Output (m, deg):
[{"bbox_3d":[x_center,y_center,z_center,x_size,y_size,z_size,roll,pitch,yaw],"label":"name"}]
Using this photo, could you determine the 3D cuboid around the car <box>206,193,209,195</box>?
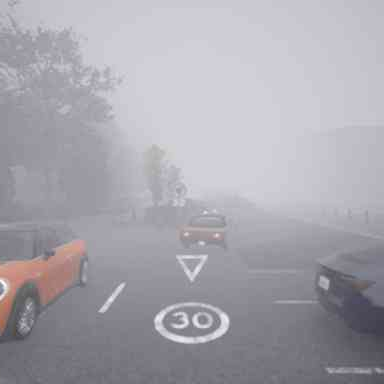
[{"bbox_3d":[4.233,1.154,38.219,4.792,1.488,2.163,0,0,0],"label":"car"}]

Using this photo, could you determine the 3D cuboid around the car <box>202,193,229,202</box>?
[{"bbox_3d":[4.300,0.986,60.516,4.792,1.488,2.163,0,1,0],"label":"car"}]

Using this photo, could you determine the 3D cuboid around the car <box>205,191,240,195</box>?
[{"bbox_3d":[4.232,1.010,41.005,4.553,1.767,2.185,0,0,0],"label":"car"}]

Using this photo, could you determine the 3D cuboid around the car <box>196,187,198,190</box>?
[{"bbox_3d":[-0.263,0.249,75.810,2.097,1.767,4.553,0,2,0],"label":"car"}]

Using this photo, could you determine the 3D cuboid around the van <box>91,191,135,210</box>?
[{"bbox_3d":[-8.692,0.887,35.358,4.442,1.987,1.878,1,0,0],"label":"van"}]

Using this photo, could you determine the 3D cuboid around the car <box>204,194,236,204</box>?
[{"bbox_3d":[4.296,1.126,52.147,4.792,1.488,2.163,0,1,0],"label":"car"}]

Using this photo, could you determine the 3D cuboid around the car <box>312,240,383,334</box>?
[{"bbox_3d":[4.567,1.578,5.618,4.792,1.488,2.163,0,-1,0],"label":"car"}]

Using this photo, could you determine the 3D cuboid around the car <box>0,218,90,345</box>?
[{"bbox_3d":[-3.626,1.432,6.594,2.097,1.767,4.553,0,-1,-1],"label":"car"}]

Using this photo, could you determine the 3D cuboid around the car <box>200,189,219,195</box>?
[{"bbox_3d":[4.237,0.884,46.577,5.566,2.045,2.435,0,0,0],"label":"car"}]

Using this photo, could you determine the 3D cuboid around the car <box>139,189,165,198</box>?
[{"bbox_3d":[-8.832,0.307,74.268,5.566,2.045,2.435,0,2,0],"label":"car"}]

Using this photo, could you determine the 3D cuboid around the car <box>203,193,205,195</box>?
[{"bbox_3d":[4.269,1.140,43.784,5.008,1.535,2.097,0,0,0],"label":"car"}]

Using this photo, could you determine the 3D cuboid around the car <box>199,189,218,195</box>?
[{"bbox_3d":[4.287,-0.041,88.357,5.008,1.535,2.097,0,3,0],"label":"car"}]

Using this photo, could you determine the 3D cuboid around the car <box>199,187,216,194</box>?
[{"bbox_3d":[4.315,-0.413,93.787,4.553,1.767,2.185,0,3,0],"label":"car"}]

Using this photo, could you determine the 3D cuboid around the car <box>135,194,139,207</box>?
[{"bbox_3d":[-8.821,1.162,38.030,4.674,1.452,2.002,0,0,0],"label":"car"}]

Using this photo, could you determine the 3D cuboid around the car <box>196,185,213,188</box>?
[{"bbox_3d":[4.252,-0.166,85.566,5.566,2.045,2.435,0,3,0],"label":"car"}]

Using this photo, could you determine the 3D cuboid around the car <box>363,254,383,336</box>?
[{"bbox_3d":[4.533,1.515,2.843,5.008,1.535,2.097,0,-1,0],"label":"car"}]

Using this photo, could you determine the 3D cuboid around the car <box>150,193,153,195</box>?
[{"bbox_3d":[-8.999,1.117,49.315,5.366,1.575,1.946,0,0,0],"label":"car"}]

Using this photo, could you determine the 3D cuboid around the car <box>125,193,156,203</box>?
[{"bbox_3d":[-8.805,1.014,57.552,5.008,1.535,2.097,0,1,0],"label":"car"}]

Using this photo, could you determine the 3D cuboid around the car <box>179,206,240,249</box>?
[{"bbox_3d":[0.938,1.646,15.304,1.895,1.301,4.718,1,2,14],"label":"car"}]

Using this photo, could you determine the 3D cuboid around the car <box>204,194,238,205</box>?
[{"bbox_3d":[4.273,1.122,49.368,4.892,1.521,2.231,0,1,0],"label":"car"}]

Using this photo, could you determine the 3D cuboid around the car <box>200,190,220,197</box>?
[{"bbox_3d":[4.307,0.363,80.015,4.792,1.488,2.163,0,3,0],"label":"car"}]

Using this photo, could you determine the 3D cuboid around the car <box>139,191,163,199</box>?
[{"bbox_3d":[-8.810,0.655,71.489,5.008,1.535,2.097,0,2,0],"label":"car"}]

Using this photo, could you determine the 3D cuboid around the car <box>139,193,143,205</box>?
[{"bbox_3d":[-8.820,1.174,40.815,4.674,1.452,2.002,0,0,0],"label":"car"}]

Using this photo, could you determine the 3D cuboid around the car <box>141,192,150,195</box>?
[{"bbox_3d":[-9.000,1.131,46.520,5.366,1.575,1.946,0,0,0],"label":"car"}]

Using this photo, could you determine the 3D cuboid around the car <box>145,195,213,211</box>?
[{"bbox_3d":[-1.060,1.213,27.477,4.892,1.490,1.837,-1,1,17],"label":"car"}]

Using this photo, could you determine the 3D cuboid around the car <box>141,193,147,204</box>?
[{"bbox_3d":[-8.844,1.169,43.728,4.792,1.488,2.163,0,0,0],"label":"car"}]

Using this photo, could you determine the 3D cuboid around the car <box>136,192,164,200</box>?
[{"bbox_3d":[-8.621,0.742,68.701,5.366,1.575,1.946,0,2,0],"label":"car"}]

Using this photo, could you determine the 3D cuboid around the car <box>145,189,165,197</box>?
[{"bbox_3d":[-8.833,0.214,79.849,4.553,1.767,2.185,0,2,0],"label":"car"}]

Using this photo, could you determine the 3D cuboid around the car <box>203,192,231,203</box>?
[{"bbox_3d":[4.301,0.886,57.726,4.553,1.767,2.185,0,1,0],"label":"car"}]

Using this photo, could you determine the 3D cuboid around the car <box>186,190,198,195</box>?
[{"bbox_3d":[-0.265,0.874,66.538,2.033,1.411,5.357,0,2,0],"label":"car"}]

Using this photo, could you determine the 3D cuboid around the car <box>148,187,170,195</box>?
[{"bbox_3d":[-8.770,-0.291,88.313,5.566,2.045,2.435,0,3,0],"label":"car"}]

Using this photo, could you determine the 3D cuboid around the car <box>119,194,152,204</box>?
[{"bbox_3d":[-8.783,1.126,51.971,4.792,1.488,2.163,0,1,0],"label":"car"}]

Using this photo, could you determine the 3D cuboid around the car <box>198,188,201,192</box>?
[{"bbox_3d":[4.282,0.447,77.229,5.008,1.535,2.097,0,2,0],"label":"car"}]

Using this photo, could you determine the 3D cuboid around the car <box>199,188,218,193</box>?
[{"bbox_3d":[4.243,0.615,68.864,4.553,1.767,2.185,0,2,0],"label":"car"}]

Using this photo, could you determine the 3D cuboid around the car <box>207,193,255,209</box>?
[{"bbox_3d":[4.290,1.142,35.435,4.792,1.488,2.163,0,0,0],"label":"car"}]
